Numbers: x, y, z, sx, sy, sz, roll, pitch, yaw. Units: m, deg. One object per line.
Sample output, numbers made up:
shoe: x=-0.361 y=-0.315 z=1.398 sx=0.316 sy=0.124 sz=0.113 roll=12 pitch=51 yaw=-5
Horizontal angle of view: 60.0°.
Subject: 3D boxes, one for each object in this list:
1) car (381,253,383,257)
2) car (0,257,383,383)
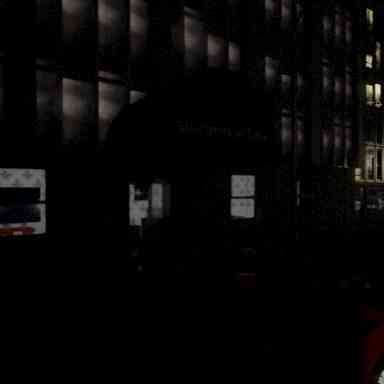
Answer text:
car: x=4.977 y=1.553 z=6.399 sx=4.403 sy=1.369 sz=2.008 roll=0 pitch=0 yaw=-35
car: x=0.332 y=1.535 z=3.123 sx=4.507 sy=1.381 sz=1.887 roll=0 pitch=0 yaw=-35
